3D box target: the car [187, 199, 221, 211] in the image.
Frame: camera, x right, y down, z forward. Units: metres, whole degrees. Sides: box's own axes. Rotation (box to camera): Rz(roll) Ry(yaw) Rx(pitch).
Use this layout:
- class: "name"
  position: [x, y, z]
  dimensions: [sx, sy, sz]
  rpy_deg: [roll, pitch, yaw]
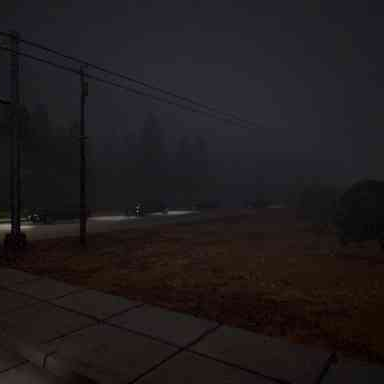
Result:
- class: "car"
  position: [1.491, 1.509, 39.995]
  dimensions: [1.895, 1.301, 4.718]
  rpy_deg: [0, 0, 37]

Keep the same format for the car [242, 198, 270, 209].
- class: "car"
  position: [8.363, 1.465, 43.073]
  dimensions: [1.895, 1.301, 4.718]
  rpy_deg: [0, 0, 37]

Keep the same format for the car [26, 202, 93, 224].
- class: "car"
  position: [-9.766, 1.513, 24.833]
  dimensions: [1.837, 1.490, 4.892]
  rpy_deg: [0, 0, 37]

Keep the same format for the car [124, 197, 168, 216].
- class: "car"
  position: [-4.360, 1.312, 32.122]
  dimensions: [2.097, 1.767, 4.553]
  rpy_deg: [0, 0, 37]
